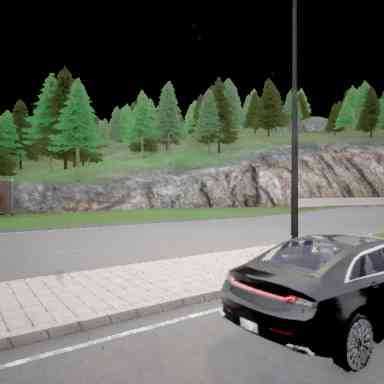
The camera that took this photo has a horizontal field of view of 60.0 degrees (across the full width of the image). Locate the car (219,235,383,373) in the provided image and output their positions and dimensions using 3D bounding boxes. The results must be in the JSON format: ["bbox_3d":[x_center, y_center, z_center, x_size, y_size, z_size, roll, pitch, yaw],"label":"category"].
[{"bbox_3d":[2.697,1.491,5.670,4.902,1.511,2.128,0,0,-35],"label":"car"}]
